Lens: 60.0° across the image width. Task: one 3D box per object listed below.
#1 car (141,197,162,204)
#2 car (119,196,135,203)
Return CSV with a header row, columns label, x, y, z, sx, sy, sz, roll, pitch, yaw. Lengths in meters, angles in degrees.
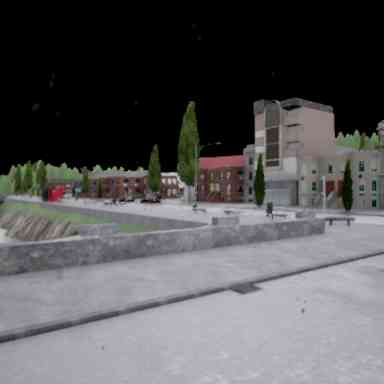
label,x,y,z,sx,sy,sz,roll,pitch,yaw
car,-7.325,1.482,58.759,1.895,1.301,4.718,0,0,-35
car,-13.125,1.445,66.895,1.994,1.385,4.181,0,0,-35
